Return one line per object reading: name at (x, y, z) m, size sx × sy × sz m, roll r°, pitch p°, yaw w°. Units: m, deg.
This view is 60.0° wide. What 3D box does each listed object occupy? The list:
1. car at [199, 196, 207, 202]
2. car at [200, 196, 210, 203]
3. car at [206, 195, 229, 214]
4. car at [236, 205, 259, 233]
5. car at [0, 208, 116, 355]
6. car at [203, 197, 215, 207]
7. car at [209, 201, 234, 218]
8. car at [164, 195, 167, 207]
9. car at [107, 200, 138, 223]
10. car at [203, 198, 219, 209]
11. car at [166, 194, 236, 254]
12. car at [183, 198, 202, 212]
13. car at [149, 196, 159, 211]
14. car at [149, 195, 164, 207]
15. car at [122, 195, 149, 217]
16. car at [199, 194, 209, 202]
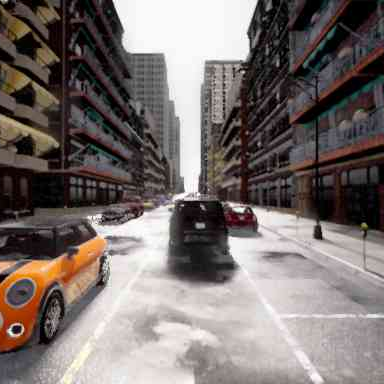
car at (2.699, 1.617, 80.840) m, size 1.802 × 1.307 × 4.206 m, roll 1°, pitch 0°, yaw 0°
car at (2.700, 1.578, 69.759) m, size 1.887 × 1.381 × 4.507 m, roll 1°, pitch 0°, yaw 0°
car at (2.706, 1.336, 36.517) m, size 2.192 × 1.841 × 5.009 m, roll 1°, pitch 0°, yaw 0°
car at (2.705, 1.454, 19.895) m, size 1.967 × 1.590 × 4.097 m, roll 1°, pitch 0°, yaw 0°
car at (-3.100, 1.356, 6.374) m, size 2.097 × 1.767 × 4.553 m, roll 0°, pitch 0°, yaw 0°
car at (2.701, 1.553, 53.308) m, size 1.752 × 1.417 × 4.829 m, roll 1°, pitch 0°, yaw 0°
car at (2.703, 1.564, 30.977) m, size 1.887 × 1.381 × 4.507 m, roll 1°, pitch 0°, yaw 0°
car at (-3.003, 1.427, 47.978) m, size 1.895 × 1.301 × 4.718 m, roll 0°, pitch 0°, yaw 0°
car at (-5.678, 1.568, 25.383) m, size 2.008 × 1.369 × 4.403 m, roll 1°, pitch 0°, yaw 0°
car at (2.701, 1.576, 47.598) m, size 2.008 × 1.369 × 4.403 m, roll 1°, pitch 0°, yaw 0°
car at (0.182, 1.231, 13.749) m, size 2.150 × 2.045 × 5.566 m, roll 0°, pitch 0°, yaw -2°
car at (0.097, 1.514, 39.851) m, size 2.128 × 1.511 × 4.902 m, roll 0°, pitch 0°, yaw 0°
car at (-5.679, 1.549, 41.834) m, size 1.752 × 1.417 × 4.829 m, roll 1°, pitch 0°, yaw 0°
car at (-5.675, 1.341, 47.545) m, size 2.192 × 1.841 × 5.009 m, roll 1°, pitch 0°, yaw 0°
car at (-5.674, 1.334, 30.923) m, size 2.192 × 1.841 × 5.009 m, roll 1°, pitch 0°, yaw 0°
car at (2.704, 1.349, 75.300) m, size 2.192 × 1.841 × 5.009 m, roll 1°, pitch 0°, yaw 0°
